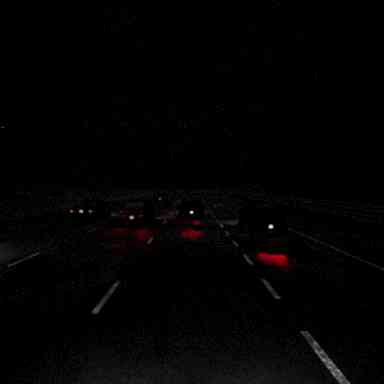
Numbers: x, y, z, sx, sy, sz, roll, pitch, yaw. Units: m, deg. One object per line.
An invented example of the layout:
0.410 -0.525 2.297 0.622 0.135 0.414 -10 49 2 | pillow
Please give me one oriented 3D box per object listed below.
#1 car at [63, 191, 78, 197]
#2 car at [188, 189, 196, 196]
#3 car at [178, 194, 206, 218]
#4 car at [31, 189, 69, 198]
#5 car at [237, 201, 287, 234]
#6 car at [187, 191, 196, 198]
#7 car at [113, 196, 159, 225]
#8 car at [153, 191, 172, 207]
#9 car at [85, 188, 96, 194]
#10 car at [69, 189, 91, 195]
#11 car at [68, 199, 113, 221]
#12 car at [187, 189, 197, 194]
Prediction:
-28.097 0.478 76.963 1.812 1.442 4.674 0 0 0 | car
-0.118 0.171 93.310 2.150 2.045 5.566 0 0 0 | car
-0.030 1.129 25.793 1.837 1.490 4.892 0 1 0 | car
-17.628 0.598 40.950 2.150 2.045 5.566 0 1 0 | car
3.580 1.257 17.527 1.837 1.490 4.892 0 2 0 | car
-0.090 0.507 71.480 1.812 1.442 4.674 0 0 0 | car
-3.426 1.226 21.210 1.812 1.442 4.674 0 1 0 | car
-3.446 0.765 37.846 2.097 1.767 4.553 0 1 0 | car
-24.601 -0.087 79.940 2.150 2.045 5.566 0 0 0 | car
-21.084 0.633 62.754 1.994 1.385 4.181 0 1 0 | car
-6.927 1.219 23.280 2.033 1.411 5.357 0 1 0 | car
-0.056 0.770 46.012 1.837 1.490 4.892 0 1 0 | car
